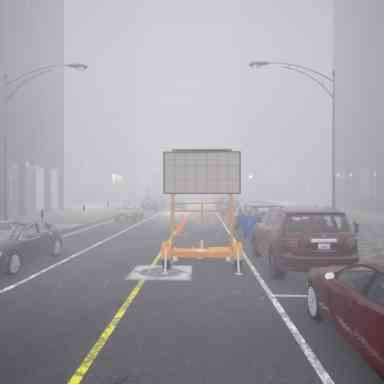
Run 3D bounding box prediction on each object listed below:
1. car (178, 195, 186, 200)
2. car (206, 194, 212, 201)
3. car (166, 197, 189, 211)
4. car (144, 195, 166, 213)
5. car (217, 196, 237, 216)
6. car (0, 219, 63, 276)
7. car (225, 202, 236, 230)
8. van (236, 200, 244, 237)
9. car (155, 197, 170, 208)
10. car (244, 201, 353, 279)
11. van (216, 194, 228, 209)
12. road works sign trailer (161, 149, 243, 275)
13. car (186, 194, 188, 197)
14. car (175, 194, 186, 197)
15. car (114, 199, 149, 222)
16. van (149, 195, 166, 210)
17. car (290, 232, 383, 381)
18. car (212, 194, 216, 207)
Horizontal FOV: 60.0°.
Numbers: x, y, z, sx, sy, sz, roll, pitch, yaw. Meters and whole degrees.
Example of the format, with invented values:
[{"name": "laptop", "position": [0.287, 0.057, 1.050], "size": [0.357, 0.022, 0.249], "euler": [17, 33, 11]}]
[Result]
[{"name": "car", "position": [-2.876, 1.599, 92.670], "size": [1.947, 1.339, 4.313], "euler": [0, 0, 2]}, {"name": "car", "position": [5.290, 1.335, 81.112], "size": [2.192, 1.841, 5.009], "euler": [0, 0, 2]}, {"name": "car", "position": [-1.749, 1.599, 40.410], "size": [1.895, 1.301, 4.718], "euler": [0, 0, 2]}, {"name": "car", "position": [-4.602, 1.313, 37.797], "size": [2.192, 1.841, 5.009], "euler": [0, 0, 2]}, {"name": "car", "position": [3.754, 1.439, 31.994], "size": [1.967, 1.590, 4.097], "euler": [0, 0, 2]}, {"name": "car", "position": [-5.472, 1.550, 10.186], "size": [2.008, 1.369, 4.403], "euler": [0, 0, 2]}, {"name": "car", "position": [3.410, 1.550, 20.949], "size": [2.008, 1.369, 4.403], "euler": [0, 0, 2]}, {"name": "van", "position": [3.237, 1.340, 15.425], "size": [1.690, 1.788, 3.998], "euler": [0, 0, 2]}, {"name": "car", "position": [-4.258, 1.525, 48.671], "size": [1.752, 1.417, 4.829], "euler": [0, 0, 2]}, {"name": "car", "position": [3.065, 1.314, 9.903], "size": [2.192, 1.841, 5.009], "euler": [0, 0, 2]}, {"name": "van", "position": [3.926, 1.339, 37.516], "size": [1.690, 1.788, 3.998], "euler": [0, 0, 2]}, {"name": "road works sign trailer", "position": [0.311, 0.463, 10.457], "size": [2.380, 3.560, 2.880], "euler": [0, 0, 2]}, {"name": "car", "position": [-3.054, 1.341, 87.030], "size": [2.192, 1.841, 5.009], "euler": [0, 0, 2]}, {"name": "car", "position": [-3.231, 1.335, 81.389], "size": [2.192, 1.841, 5.009], "euler": [0, 0, 2]}, {"name": "car", "position": [-4.955, 1.524, 26.583], "size": [1.752, 1.417, 4.829], "euler": [0, 0, 2]}, {"name": "van", "position": [-4.427, 1.340, 43.319], "size": [1.690, 1.788, 3.998], "euler": [0, 0, 2]}, {"name": "car", "position": [2.893, 1.544, 4.380], "size": [1.887, 1.381, 4.507], "euler": [0, 0, 2]}, {"name": "car", "position": [4.098, 1.314, 43.039], "size": [2.192, 1.841, 5.009], "euler": [0, 0, 2]}]
